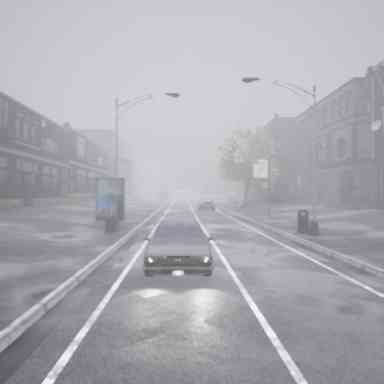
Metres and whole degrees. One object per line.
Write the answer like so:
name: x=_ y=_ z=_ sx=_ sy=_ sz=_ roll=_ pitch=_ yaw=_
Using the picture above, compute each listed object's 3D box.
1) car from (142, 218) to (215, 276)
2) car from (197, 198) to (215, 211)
car: x=-0.414 y=1.566 z=10.646 sx=2.033 sy=1.411 sz=5.357 roll=0 pitch=0 yaw=-2
car: x=1.700 y=1.503 z=40.515 sx=1.812 sy=1.442 sz=4.674 roll=0 pitch=0 yaw=-2
